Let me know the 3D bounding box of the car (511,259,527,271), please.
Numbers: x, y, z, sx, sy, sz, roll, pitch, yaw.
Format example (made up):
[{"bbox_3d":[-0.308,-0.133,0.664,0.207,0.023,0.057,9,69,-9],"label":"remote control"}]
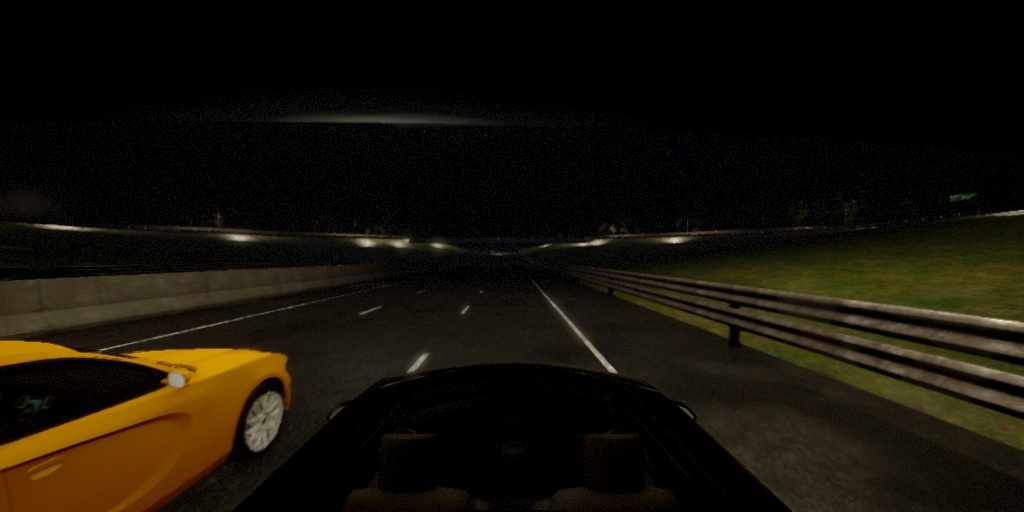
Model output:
[{"bbox_3d":[1.213,1.502,54.344,1.882,1.535,5.008,0,0,0],"label":"car"}]

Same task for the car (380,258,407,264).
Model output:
[{"bbox_3d":[-17.536,1.248,54.316,2.150,2.045,5.566,0,-1,0],"label":"car"}]

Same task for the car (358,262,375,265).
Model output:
[{"bbox_3d":[-21.029,1.628,54.437,1.895,1.301,4.718,0,0,0],"label":"car"}]

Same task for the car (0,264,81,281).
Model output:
[{"bbox_3d":[-17.591,1.126,12.190,2.097,1.767,4.553,0,0,0],"label":"car"}]

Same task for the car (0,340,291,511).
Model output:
[{"bbox_3d":[-3.389,1.231,1.978,1.882,1.535,5.008,0,0,0],"label":"car"}]

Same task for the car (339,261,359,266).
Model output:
[{"bbox_3d":[-24.532,1.523,54.348,2.128,1.511,4.902,0,0,0],"label":"car"}]
